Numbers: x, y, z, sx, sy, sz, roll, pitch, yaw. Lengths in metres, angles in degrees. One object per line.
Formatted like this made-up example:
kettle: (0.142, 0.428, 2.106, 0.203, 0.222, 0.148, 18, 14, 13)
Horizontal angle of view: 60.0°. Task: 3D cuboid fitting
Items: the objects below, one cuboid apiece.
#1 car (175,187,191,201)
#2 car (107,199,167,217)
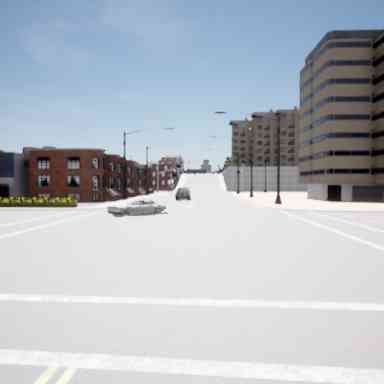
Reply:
car: (-1.372, 0.302, 51.656, 2.150, 2.045, 5.566, 0, 2, 2)
car: (-4.442, 1.235, 27.080, 4.718, 1.301, 1.895, -1, 2, -42)
